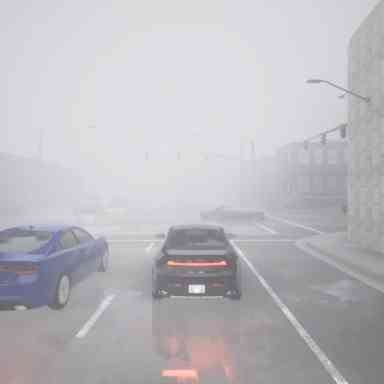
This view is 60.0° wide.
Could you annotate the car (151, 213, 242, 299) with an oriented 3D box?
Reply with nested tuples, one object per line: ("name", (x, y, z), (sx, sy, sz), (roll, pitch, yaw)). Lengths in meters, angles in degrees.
("car", (0.103, 1.504, 8.431), (1.837, 1.490, 4.892), (0, 0, 0))

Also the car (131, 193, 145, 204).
("car", (-10.356, 1.218, 64.061), (2.150, 2.045, 5.566), (0, 0, 1))

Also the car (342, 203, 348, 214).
("car", (14.995, 1.013, 27.476), (5.008, 1.535, 1.882), (-5, 0, 0))

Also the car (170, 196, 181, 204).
("car", (-3.211, 1.474, 65.952), (1.882, 1.535, 5.008), (0, 0, 0))

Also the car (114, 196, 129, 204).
("car", (-13.831, 1.521, 65.610), (1.812, 1.442, 4.674), (0, 0, 1))

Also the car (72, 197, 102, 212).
("car", (-10.506, 1.523, 33.565), (1.812, 1.442, 4.674), (0, 0, 0))

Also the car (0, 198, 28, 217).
("car", (-17.021, 1.351, 29.198), (2.097, 1.767, 4.553), (-1, -1, 38))

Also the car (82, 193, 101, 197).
("car", (-13.971, 1.219, 45.650), (2.150, 2.045, 5.566), (0, 0, 0))

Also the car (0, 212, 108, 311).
("car", (-3.401, 1.477, 7.885), (1.882, 1.535, 5.008), (0, 0, 0))

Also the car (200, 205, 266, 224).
("car", (2.981, 1.600, 24.086), (4.718, 1.301, 1.895), (0, 0, 8))

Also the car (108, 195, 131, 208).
("car", (-10.462, 1.349, 47.226), (2.097, 1.767, 4.553), (0, 0, 0))
